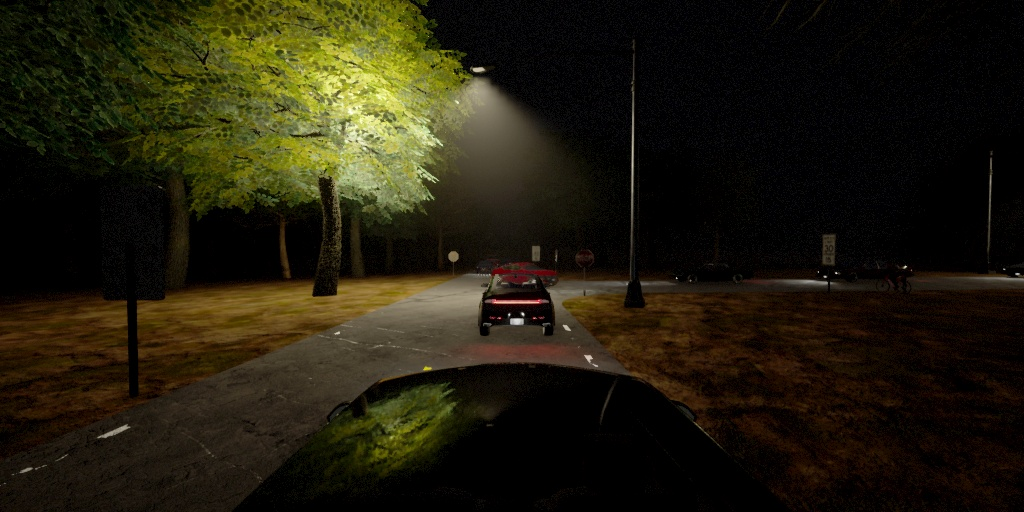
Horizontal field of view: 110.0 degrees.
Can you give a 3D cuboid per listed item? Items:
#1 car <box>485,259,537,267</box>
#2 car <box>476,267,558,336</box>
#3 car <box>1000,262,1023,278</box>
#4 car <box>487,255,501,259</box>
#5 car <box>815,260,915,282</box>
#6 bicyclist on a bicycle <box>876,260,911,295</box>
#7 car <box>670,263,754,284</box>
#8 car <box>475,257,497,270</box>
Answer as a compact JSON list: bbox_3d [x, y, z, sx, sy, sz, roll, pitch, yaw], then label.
[{"bbox_3d":[0.774,1.191,23.659,1.882,1.535,5.008,-2,2,-44],"label":"car"},{"bbox_3d":[0.113,1.235,10.360,2.128,1.511,4.902,0,0,0],"label":"car"},{"bbox_3d":[37.225,0.838,24.767,5.357,1.411,2.033,0,1,-5],"label":"car"},{"bbox_3d":[-2.974,0.827,54.759,2.150,2.045,5.566,0,0,1],"label":"car"},{"bbox_3d":[23.525,0.958,23.964,5.357,1.411,2.033,-1,1,-2],"label":"car"},{"bbox_3d":[18.570,1.038,17.492,0.582,1.620,1.656,-1,0,0],"label":"bicyclist on a bicycle"},{"bbox_3d":[13.274,1.141,24.065,4.718,1.301,1.895,-1,1,2],"label":"car"},{"bbox_3d":[-3.037,1.195,40.764,1.812,1.442,4.674,0,0,0],"label":"car"}]
